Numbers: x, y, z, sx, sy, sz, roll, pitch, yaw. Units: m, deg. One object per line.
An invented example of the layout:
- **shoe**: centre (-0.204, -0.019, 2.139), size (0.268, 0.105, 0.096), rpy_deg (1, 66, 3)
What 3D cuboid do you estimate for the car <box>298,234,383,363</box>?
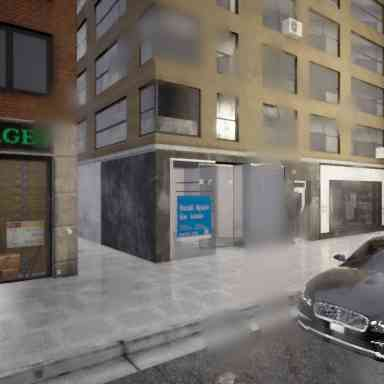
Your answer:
- **car**: centre (3.849, 1.504, 5.716), size (4.892, 1.490, 1.837), rpy_deg (0, 0, -36)
